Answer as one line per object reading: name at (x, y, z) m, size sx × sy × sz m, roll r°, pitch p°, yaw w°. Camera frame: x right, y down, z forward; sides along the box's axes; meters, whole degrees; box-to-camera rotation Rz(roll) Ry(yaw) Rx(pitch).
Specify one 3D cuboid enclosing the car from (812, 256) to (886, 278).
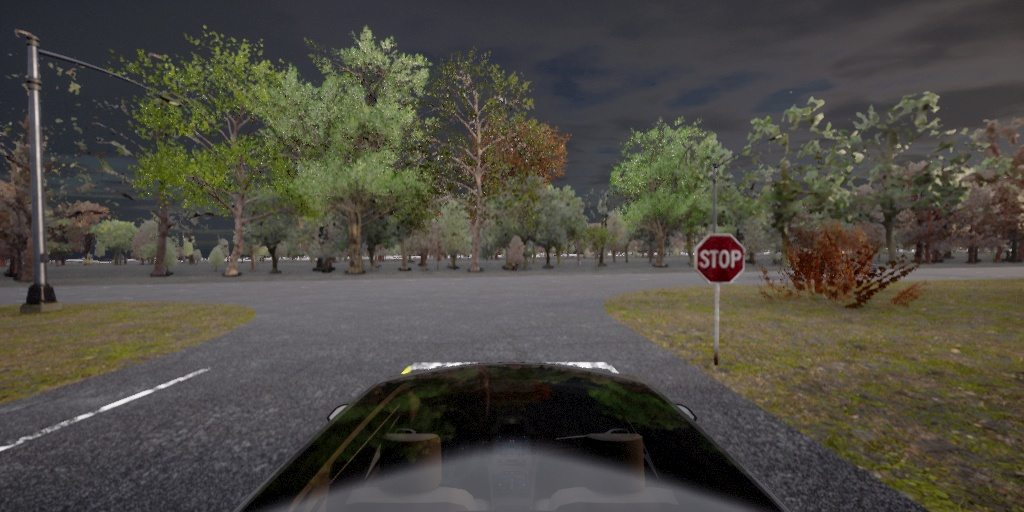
car at (24.301, 0.772, 25.954) m, size 4.902 × 1.511 × 2.128 m, roll -1°, pitch 1°, yaw -7°
